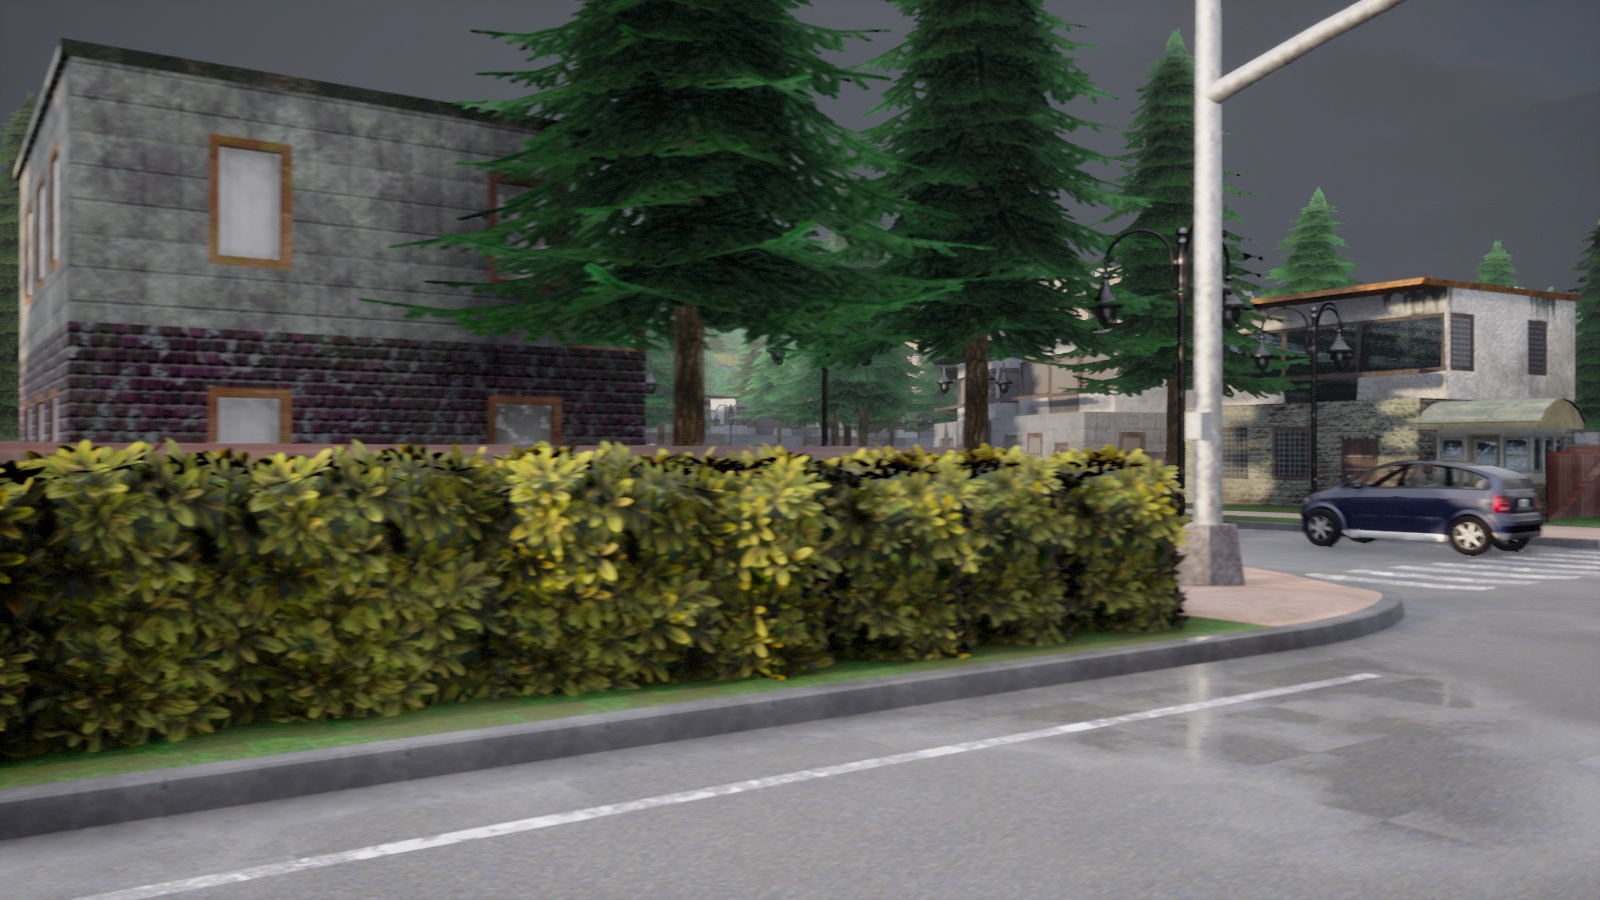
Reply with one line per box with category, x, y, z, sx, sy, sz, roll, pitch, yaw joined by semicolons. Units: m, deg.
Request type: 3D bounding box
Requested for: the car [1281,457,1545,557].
car;10.518;0.912;21.742;1.789;1.549;3.705;0;0;-39
